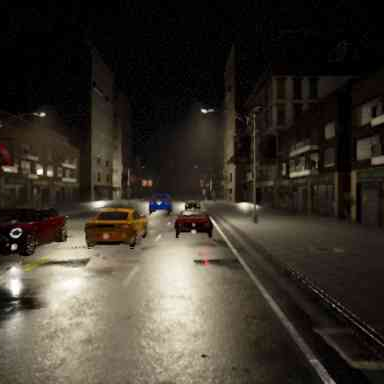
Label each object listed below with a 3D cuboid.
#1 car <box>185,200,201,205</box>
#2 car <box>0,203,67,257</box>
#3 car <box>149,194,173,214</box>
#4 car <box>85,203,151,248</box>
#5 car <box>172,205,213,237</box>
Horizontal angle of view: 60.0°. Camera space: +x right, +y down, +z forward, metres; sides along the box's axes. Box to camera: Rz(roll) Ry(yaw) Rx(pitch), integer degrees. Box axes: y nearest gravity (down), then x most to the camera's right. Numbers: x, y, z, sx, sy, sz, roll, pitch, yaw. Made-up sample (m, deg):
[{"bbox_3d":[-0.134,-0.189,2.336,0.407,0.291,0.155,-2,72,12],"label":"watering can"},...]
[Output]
[{"bbox_3d":[0.066,1.594,40.365,1.895,1.301,4.718,0,0,0],"label":"car"},{"bbox_3d":[-6.610,1.350,12.904,2.097,1.767,4.553,0,0,0],"label":"car"},{"bbox_3d":[-3.191,1.216,34.690,2.150,2.045,5.566,0,0,0],"label":"car"},{"bbox_3d":[-3.162,1.475,14.676,1.882,1.535,5.008,0,0,0],"label":"car"},{"bbox_3d":[0.083,1.598,18.023,1.895,1.301,4.718,0,0,0],"label":"car"}]
